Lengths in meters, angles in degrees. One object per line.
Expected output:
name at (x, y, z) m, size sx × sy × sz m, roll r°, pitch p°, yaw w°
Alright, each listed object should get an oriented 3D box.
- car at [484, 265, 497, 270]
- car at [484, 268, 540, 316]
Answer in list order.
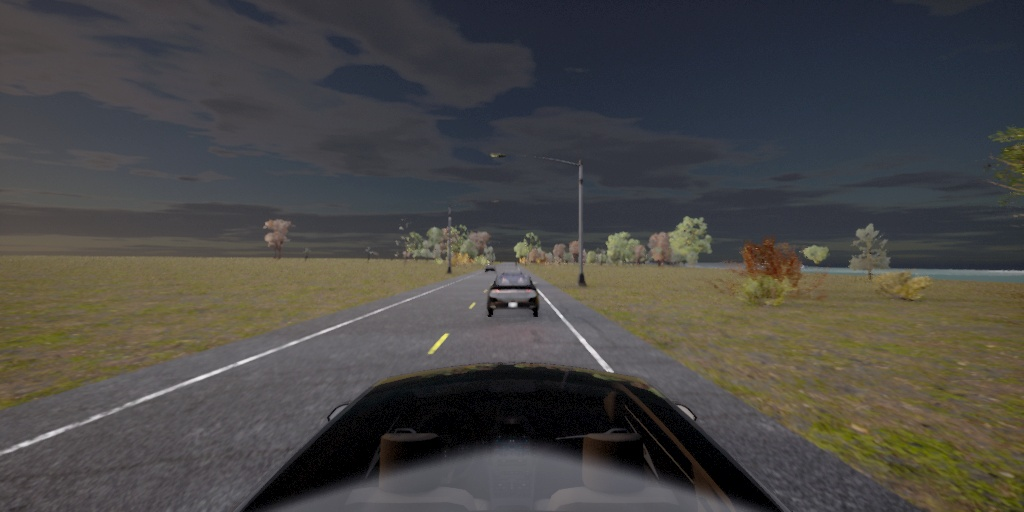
car at (-3.546, 2.127, 59.362) m, size 1.895 × 1.301 × 4.718 m, roll 0°, pitch -1°, yaw 1°
car at (0.049, 1.412, 14.143) m, size 2.128 × 1.511 × 4.902 m, roll 0°, pitch -1°, yaw 0°
